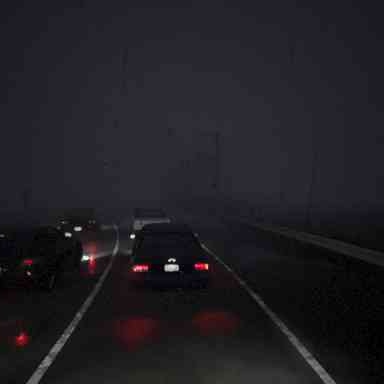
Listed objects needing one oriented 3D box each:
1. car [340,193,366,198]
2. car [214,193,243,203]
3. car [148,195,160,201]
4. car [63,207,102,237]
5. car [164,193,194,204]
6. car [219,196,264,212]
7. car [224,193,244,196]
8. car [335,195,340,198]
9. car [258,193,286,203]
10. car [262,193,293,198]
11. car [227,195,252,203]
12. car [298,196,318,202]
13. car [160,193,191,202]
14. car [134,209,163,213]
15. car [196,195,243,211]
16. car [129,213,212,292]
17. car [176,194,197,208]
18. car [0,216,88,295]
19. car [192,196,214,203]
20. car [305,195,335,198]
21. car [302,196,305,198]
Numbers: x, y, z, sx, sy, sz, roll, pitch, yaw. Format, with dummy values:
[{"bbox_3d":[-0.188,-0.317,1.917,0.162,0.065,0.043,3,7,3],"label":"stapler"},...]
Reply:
[{"bbox_3d":[35.683,1.236,72.844,5.566,2.045,2.150,0,0,-30],"label":"car"},{"bbox_3d":[7.512,1.232,68.543,5.566,2.045,2.150,0,0,-20],"label":"car"},{"bbox_3d":[-6.922,1.362,67.115,4.553,1.767,2.097,0,0,-20],"label":"car"},{"bbox_3d":[-5.840,1.528,17.694,1.812,1.442,4.674,0,0,-14],"label":"car"},{"bbox_3d":[-2.591,1.231,64.983,5.566,2.045,2.150,0,0,-20],"label":"car"},{"bbox_3d":[5.376,1.531,37.893,4.674,1.442,1.812,0,0,-20],"label":"car"},{"bbox_3d":[7.077,1.231,61.025,5.566,2.045,2.150,0,0,-19],"label":"car"},{"bbox_3d":[35.184,1.537,80.885,4.902,1.511,2.128,0,0,-34],"label":"car"},{"bbox_3d":[17.263,1.236,72.048,5.566,2.045,2.150,0,0,-20],"label":"car"},{"bbox_3d":[16.838,1.231,64.503,5.566,2.045,2.150,0,0,-19],"label":"car"},{"bbox_3d":[10.466,1.536,73.318,4.902,1.511,2.128,0,0,-20],"label":"car"},{"bbox_3d":[28.103,1.564,80.557,4.181,1.385,1.994,0,0,-26],"label":"car"},{"bbox_3d":[-2.683,1.361,57.522,4.553,1.767,2.097,0,0,-20],"label":"car"},{"bbox_3d":[-2.503,1.604,18.997,1.895,1.301,4.718,0,0,-13],"label":"car"},{"bbox_3d":[3.483,1.499,40.932,4.902,1.511,2.128,0,0,-20],"label":"car"},{"bbox_3d":[-0.716,1.549,9.088,2.033,1.411,5.357,0,0,-7],"label":"car"},{"bbox_3d":[0.802,1.485,47.407,5.008,1.535,1.882,0,0,-20],"label":"car"},{"bbox_3d":[-4.234,1.566,8.697,1.994,1.385,4.181,0,0,-6],"label":"car"},{"bbox_3d":[2.256,1.563,70.359,4.181,1.385,1.994,0,0,-20],"label":"car"},{"bbox_3d":[26.144,1.488,67.914,5.008,1.535,1.882,0,0,-22],"label":"car"},{"bbox_3d":[26.522,1.551,75.772,5.357,1.411,2.033,0,0,-22],"label":"car"}]
